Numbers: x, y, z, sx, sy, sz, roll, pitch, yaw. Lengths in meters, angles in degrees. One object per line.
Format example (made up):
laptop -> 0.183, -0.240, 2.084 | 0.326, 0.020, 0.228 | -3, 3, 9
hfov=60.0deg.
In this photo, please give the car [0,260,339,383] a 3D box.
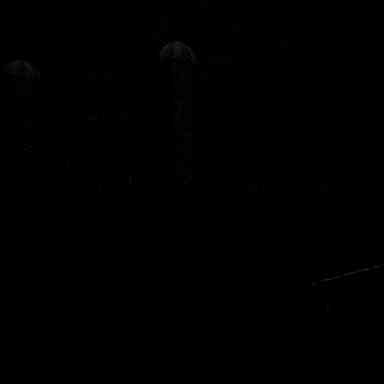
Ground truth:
car -> -0.618, 1.547, 3.555 | 5.357, 1.411, 2.033 | 0, 0, -36
